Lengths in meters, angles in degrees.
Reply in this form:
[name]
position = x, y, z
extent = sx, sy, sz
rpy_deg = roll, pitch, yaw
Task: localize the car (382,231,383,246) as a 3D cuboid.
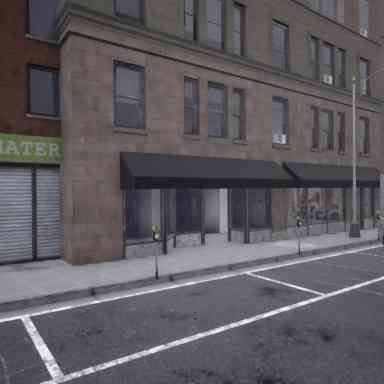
[car]
position = 9.266, 1.540, 13.185
extent = 4.507, 1.381, 1.887
rpy_deg = 0, -1, -36
